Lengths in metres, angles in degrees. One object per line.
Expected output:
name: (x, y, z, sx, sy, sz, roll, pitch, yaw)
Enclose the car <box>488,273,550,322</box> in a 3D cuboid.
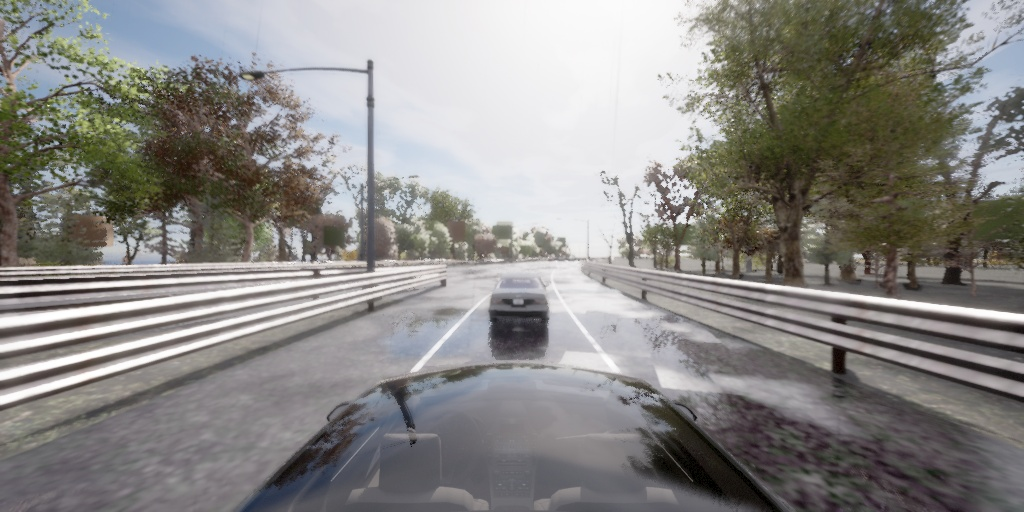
car: (0.307, 1.275, 12.181, 2.033, 1.411, 5.357, 0, 0, 3)
